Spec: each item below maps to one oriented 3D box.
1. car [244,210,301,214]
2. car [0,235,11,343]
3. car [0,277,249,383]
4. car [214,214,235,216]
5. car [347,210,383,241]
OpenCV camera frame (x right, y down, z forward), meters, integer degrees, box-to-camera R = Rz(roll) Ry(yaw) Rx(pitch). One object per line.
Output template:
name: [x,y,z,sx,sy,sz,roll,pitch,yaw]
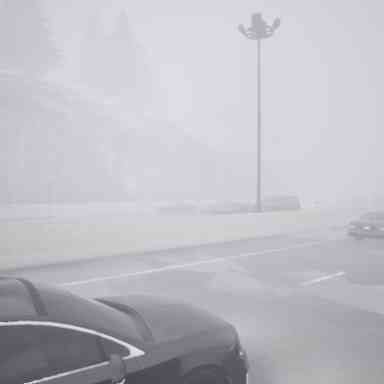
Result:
car: [7.142,1.284,28.239,5.566,2.045,2.150,0,0,-43]
car: [-5.177,1.538,4.447,4.674,1.442,1.812,0,0,-35]
car: [-1.668,1.512,2.659,4.892,1.490,1.837,0,0,-36]
car: [4.342,1.616,30.383,5.357,1.411,2.033,0,0,-43]
car: [9.332,1.581,15.789,5.357,1.411,2.033,0,0,-41]
